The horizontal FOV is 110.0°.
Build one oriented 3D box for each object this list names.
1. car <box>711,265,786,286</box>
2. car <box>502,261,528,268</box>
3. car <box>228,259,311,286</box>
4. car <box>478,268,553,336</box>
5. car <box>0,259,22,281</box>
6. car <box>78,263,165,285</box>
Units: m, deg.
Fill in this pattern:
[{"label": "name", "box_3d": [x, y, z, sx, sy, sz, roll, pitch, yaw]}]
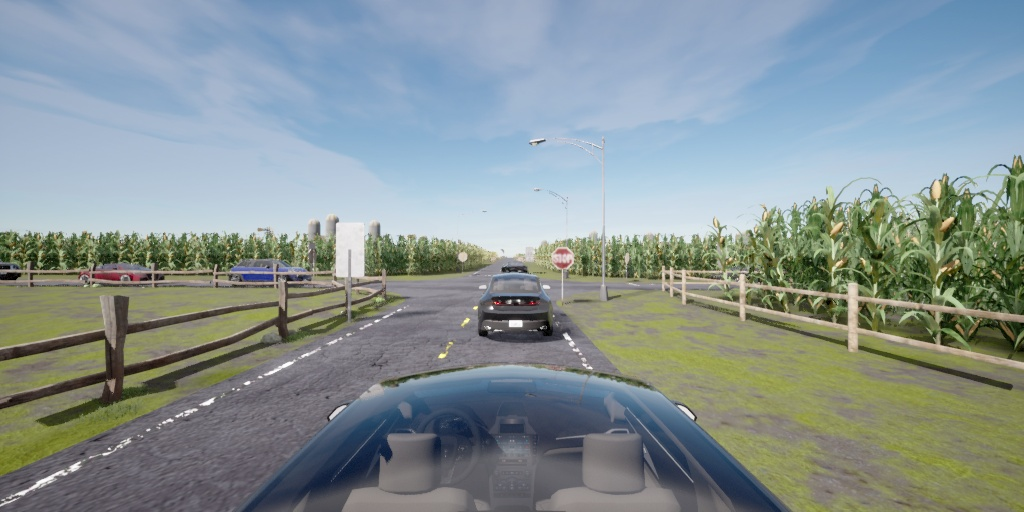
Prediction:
[{"label": "car", "box_3d": [17.156, 1.392, 26.158, 4.892, 1.490, 1.837, 1, -1, 0]}, {"label": "car", "box_3d": [0.229, 1.220, 34.262, 1.882, 1.535, 5.008, -1, 0, -11]}, {"label": "car", "box_3d": [-15.670, 1.002, 23.395, 4.553, 1.767, 2.097, 0, -1, 2]}, {"label": "car", "box_3d": [0.078, 1.255, 10.369, 1.837, 1.490, 4.892, 0, 0, 0]}, {"label": "car", "box_3d": [-36.107, 0.764, 23.608, 5.566, 2.045, 2.150, 0, -1, 1]}, {"label": "car", "box_3d": [-25.508, 1.161, 23.521, 4.181, 1.385, 1.994, 0, -1, 1]}]
